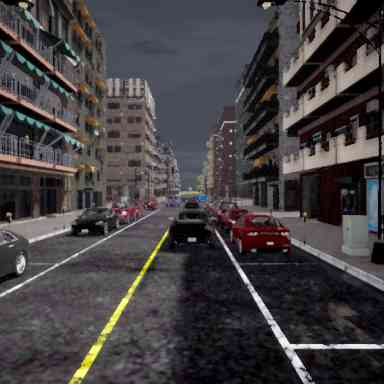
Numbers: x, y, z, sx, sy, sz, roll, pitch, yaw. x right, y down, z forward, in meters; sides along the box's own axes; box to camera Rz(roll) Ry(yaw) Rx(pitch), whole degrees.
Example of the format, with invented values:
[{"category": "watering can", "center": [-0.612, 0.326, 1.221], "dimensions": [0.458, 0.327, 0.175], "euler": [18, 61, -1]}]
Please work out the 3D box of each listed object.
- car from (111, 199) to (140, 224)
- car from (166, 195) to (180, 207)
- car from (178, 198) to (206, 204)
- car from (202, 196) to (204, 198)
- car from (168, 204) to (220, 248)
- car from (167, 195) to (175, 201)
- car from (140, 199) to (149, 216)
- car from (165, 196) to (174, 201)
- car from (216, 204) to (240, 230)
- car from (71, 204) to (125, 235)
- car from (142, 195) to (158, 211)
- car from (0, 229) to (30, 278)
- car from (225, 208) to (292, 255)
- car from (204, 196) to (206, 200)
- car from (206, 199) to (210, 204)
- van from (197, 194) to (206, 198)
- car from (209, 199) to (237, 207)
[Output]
[{"category": "car", "center": [-5.316, 1.433, 24.302], "dimensions": [1.967, 1.590, 4.097], "euler": [0, 0, 0]}, {"category": "car", "center": [-2.750, 1.390, 49.680], "dimensions": [2.097, 1.767, 4.553], "euler": [0, 0, 0]}, {"category": "car", "center": [0.000, 1.526, 29.650], "dimensions": [1.812, 1.442, 4.674], "euler": [0, 0, 0]}, {"category": "car", "center": [2.565, 1.533, 41.085], "dimensions": [1.887, 1.381, 4.507], "euler": [0, 0, 0]}, {"category": "car", "center": [0.000, 1.513, 14.650], "dimensions": [1.837, 1.490, 4.892], "euler": [0, 0, 0]}, {"category": "car", "center": [-5.283, 1.507, 84.878], "dimensions": [1.887, 1.381, 4.507], "euler": [0, 0, 0]}, {"category": "car", "center": [-5.316, 1.574, 29.896], "dimensions": [1.802, 1.307, 4.206], "euler": [0, 0, 0]}, {"category": "car", "center": [-5.282, 1.549, 79.289], "dimensions": [1.802, 1.307, 4.206], "euler": [0, 0, 0]}, {"category": "car", "center": [2.565, 1.577, 18.708], "dimensions": [1.802, 1.307, 4.206], "euler": [0, 0, 0]}, {"category": "car", "center": [-5.316, 1.561, 18.708], "dimensions": [1.947, 1.339, 4.313], "euler": [0, 0, 0]}, {"category": "car", "center": [-5.316, 1.303, 41.085], "dimensions": [2.192, 1.841, 5.009], "euler": [0, 0, 0]}, {"category": "car", "center": [-5.316, 1.547, 7.519], "dimensions": [2.008, 1.369, 4.403], "euler": [0, 0, 0]}, {"category": "car", "center": [2.564, 1.540, 13.114], "dimensions": [1.887, 1.381, 4.507], "euler": [0, 0, 0]}, {"category": "car", "center": [2.565, 1.430, 35.491], "dimensions": [1.967, 1.590, 4.097], "euler": [0, 0, 0]}, {"category": "car", "center": [2.565, 1.432, 29.896], "dimensions": [1.967, 1.590, 4.097], "euler": [0, 0, 0]}, {"category": "van", "center": [2.565, 1.308, 79.128], "dimensions": [1.690, 1.788, 3.998], "euler": [0, 0, 0]}, {"category": "car", "center": [2.565, 1.434, 24.302], "dimensions": [1.967, 1.590, 4.097], "euler": [0, 0, 0]}]
